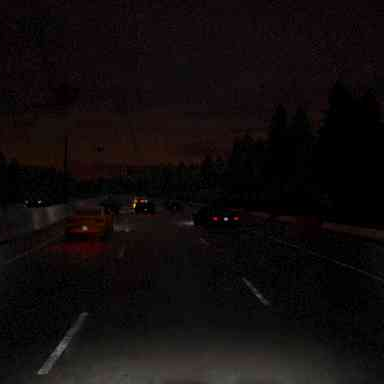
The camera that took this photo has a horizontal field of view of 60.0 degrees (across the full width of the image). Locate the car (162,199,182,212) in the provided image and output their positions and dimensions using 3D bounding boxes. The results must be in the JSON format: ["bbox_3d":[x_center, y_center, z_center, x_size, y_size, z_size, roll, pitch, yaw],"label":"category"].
[{"bbox_3d":[-2.326,1.526,39.100,1.812,1.442,4.674,0,0,-11],"label":"car"}]

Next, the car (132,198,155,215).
[{"bbox_3d":[-4.901,1.491,34.176,2.128,1.511,4.902,0,0,-11],"label":"car"}]

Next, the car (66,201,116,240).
[{"bbox_3d":[-5.176,1.477,17.222,1.882,1.535,5.008,0,0,-9],"label":"car"}]

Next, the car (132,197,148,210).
[{"bbox_3d":[-6.888,1.477,43.990,1.882,1.535,5.008,0,0,-11],"label":"car"}]

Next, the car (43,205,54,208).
[{"bbox_3d":[-17.130,1.547,40.664,2.033,1.411,5.357,0,0,-12],"label":"car"}]

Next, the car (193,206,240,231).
[{"bbox_3d":[1.374,1.547,20.598,2.033,1.411,5.357,0,0,-11],"label":"car"}]

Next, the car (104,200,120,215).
[{"bbox_3d":[-8.449,1.526,34.137,1.812,1.442,4.674,0,0,-11],"label":"car"}]
